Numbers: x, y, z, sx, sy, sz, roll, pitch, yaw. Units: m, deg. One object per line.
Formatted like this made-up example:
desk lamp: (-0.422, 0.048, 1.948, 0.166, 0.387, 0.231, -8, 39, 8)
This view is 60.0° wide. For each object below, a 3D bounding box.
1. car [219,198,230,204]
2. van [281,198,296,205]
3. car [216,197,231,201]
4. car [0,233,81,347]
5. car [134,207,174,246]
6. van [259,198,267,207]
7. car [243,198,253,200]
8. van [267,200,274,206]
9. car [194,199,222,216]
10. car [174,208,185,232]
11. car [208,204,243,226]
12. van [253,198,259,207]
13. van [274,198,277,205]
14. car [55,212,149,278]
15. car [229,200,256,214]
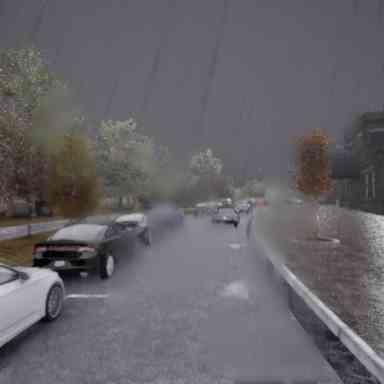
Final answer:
car: (3.063, 2.037, 43.812, 2.231, 1.521, 4.892, -4, -1, 17)
van: (25.382, 2.538, 88.786, 1.878, 1.987, 4.442, -4, -2, 34)
car: (4.784, 1.848, 49.170, 2.435, 2.045, 5.566, -4, -1, 19)
car: (-3.453, 1.599, 4.549, 2.002, 1.452, 4.674, -1, -1, 3)
car: (-2.568, 1.698, 16.458, 2.231, 1.521, 4.892, -1, 0, 7)
van: (13.657, 2.172, 69.774, 1.878, 1.987, 4.442, -4, -2, 28)
car: (8.898, 2.235, 59.733, 1.946, 1.575, 5.366, -4, -2, 25)
van: (16.328, 2.258, 74.685, 1.878, 1.987, 4.442, -4, -2, 28)
car: (1.528, 1.972, 38.435, 2.231, 1.521, 4.892, -4, -1, 16)
car: (-1.710, 1.771, 22.726, 2.097, 1.535, 5.008, -1, 0, 9)
car: (2.699, 1.875, 26.018, 1.994, 1.385, 4.181, 0, -1, 10)
van: (11.156, 2.090, 64.770, 1.878, 1.987, 4.442, -4, -2, 23)
van: (19.153, 2.349, 79.497, 1.878, 1.987, 4.442, -4, -2, 30)
car: (-3.087, 1.643, 10.772, 2.097, 1.535, 5.008, -1, 0, 5)
car: (6.499, 2.037, 41.918, 2.033, 1.411, 5.357, -1, -1, 16)
